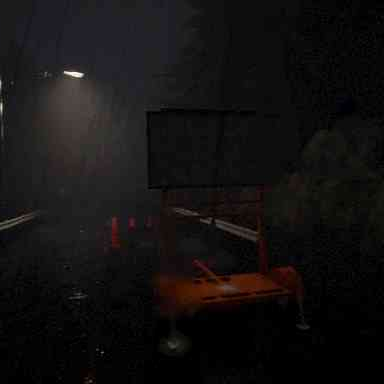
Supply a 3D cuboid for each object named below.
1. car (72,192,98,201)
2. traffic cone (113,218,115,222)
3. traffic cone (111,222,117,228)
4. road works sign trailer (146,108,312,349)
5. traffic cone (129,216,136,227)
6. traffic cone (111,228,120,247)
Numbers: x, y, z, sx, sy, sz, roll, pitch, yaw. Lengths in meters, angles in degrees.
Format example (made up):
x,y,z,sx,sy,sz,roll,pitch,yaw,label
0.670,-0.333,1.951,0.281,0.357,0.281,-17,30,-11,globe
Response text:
x,y,z,sx,sy,sz,roll,pitch,yaw,label
-17.841,0.809,55.515,4.902,1.511,2.128,-1,1,29,car
-3.843,1.703,16.468,0.340,0.580,0.340,-2,1,-14,traffic cone
-3.370,1.731,14.525,0.340,0.580,0.340,-2,1,-14,traffic cone
0.367,0.311,6.150,2.380,3.560,2.880,-2,1,-14,road works sign trailer
-3.344,1.643,18.647,0.340,0.580,0.340,-2,1,-14,traffic cone
-2.897,1.758,12.582,0.340,0.580,0.340,-2,1,-14,traffic cone
